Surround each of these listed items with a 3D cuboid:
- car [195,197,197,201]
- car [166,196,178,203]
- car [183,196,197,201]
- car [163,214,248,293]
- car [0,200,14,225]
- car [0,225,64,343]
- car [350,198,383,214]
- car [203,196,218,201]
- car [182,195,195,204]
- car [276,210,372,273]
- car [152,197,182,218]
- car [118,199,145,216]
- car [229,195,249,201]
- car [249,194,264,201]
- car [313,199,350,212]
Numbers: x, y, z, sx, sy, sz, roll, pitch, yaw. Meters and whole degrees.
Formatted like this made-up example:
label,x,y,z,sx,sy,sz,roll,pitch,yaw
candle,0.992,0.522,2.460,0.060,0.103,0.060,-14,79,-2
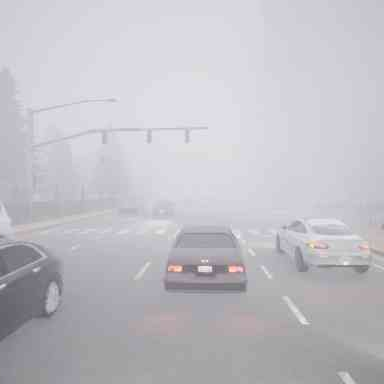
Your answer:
label,x,y,z,sx,sy,sz,roll,pitch,yaw
car,-0.311,1.500,71.707,1.837,1.490,4.892,0,0,5
car,-4.113,1.559,69.305,1.994,1.385,4.181,0,0,2
car,-0.431,1.595,82.833,1.895,1.301,4.718,0,0,23
car,0.380,1.547,8.988,2.033,1.411,5.357,0,0,3
car,-6.808,1.221,8.369,2.150,2.045,5.566,0,0,2
car,-3.462,1.505,4.616,1.837,1.490,4.892,0,0,2
car,20.162,1.407,35.994,4.553,1.767,2.097,0,0,2
car,4.630,1.595,84.712,1.895,1.301,4.718,0,0,32
car,-1.037,1.477,61.603,1.882,1.535,5.008,0,0,3
car,3.963,1.526,10.614,1.812,1.442,4.674,0,0,3
car,-2.392,1.494,29.934,2.128,1.511,4.902,0,0,2
car,-5.796,1.478,32.373,1.882,1.535,5.008,0,0,2
car,11.994,1.525,88.171,4.902,1.511,2.128,0,0,-44
car,17.008,1.540,87.807,5.357,1.411,2.033,0,0,-35
car,16.997,1.547,39.615,4.902,1.511,2.128,0,0,3
